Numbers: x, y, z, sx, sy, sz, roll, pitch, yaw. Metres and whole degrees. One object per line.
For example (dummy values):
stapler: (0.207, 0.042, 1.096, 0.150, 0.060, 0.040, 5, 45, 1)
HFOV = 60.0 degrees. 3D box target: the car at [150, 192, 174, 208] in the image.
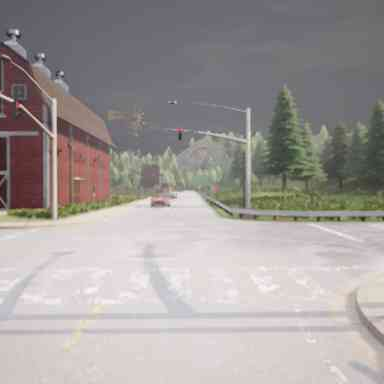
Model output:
car: (-3.520, 0.843, 37.930, 2.097, 1.767, 4.553, 0, 1, 0)

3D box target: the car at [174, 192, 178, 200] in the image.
car: (-3.533, 0.688, 62.172, 1.895, 1.301, 4.718, 0, 1, 0)
